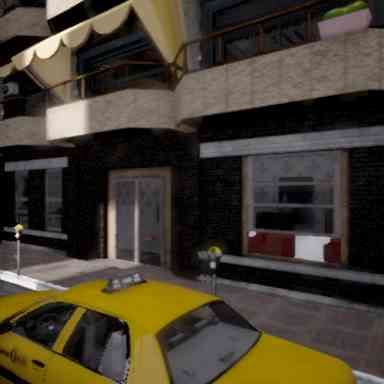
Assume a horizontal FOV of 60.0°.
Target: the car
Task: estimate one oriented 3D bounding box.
[{"bbox_3d":[-0.897,1.520,3.514,4.829,1.417,1.752,0,0,35],"label":"car"}]
